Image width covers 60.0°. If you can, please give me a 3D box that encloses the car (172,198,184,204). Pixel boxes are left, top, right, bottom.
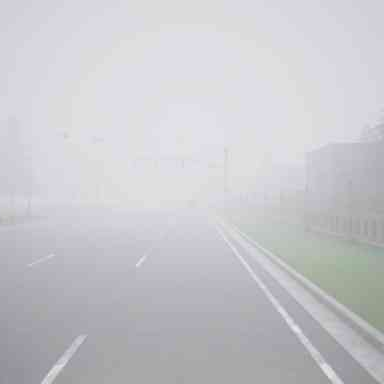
[{"bbox_3d":[-3.499,2.509,91.261,2.128,1.511,4.902,0,-1,0],"label":"car"}]

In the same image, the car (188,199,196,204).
[{"bbox_3d":[0.001,2.524,91.261,2.033,1.411,5.357,0,-1,0],"label":"car"}]

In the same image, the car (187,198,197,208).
[{"bbox_3d":[0.001,2.164,60.650,1.837,1.490,4.892,0,-1,0],"label":"car"}]

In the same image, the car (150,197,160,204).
[{"bbox_3d":[-10.499,2.541,91.645,1.994,1.385,4.181,0,-1,0],"label":"car"}]

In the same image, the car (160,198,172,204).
[{"bbox_3d":[-6.999,2.462,91.262,1.882,1.535,5.008,0,-1,0],"label":"car"}]
